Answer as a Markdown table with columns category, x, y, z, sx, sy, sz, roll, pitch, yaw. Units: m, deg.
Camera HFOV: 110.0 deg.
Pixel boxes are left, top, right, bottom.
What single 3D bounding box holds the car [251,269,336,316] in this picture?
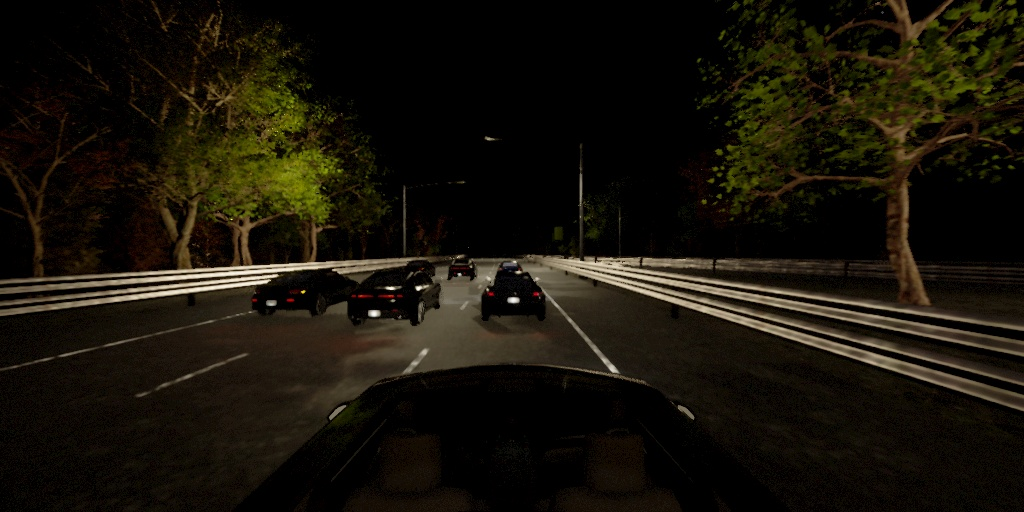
| category | x | y | z | sx | sy | sz | roll | pitch | yaw |
| --- | --- | --- | --- | --- | --- | --- | --- | --- | --- |
| car | -6.967 | 1.164 | 12.665 | 1.812 | 1.442 | 4.674 | 0 | 1 | 0 |

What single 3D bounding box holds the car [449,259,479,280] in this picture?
| category | x | y | z | sx | sy | sz | roll | pitch | yaw |
| --- | --- | --- | --- | --- | --- | --- | --- | --- | --- |
| car | -3.652 | 0.999 | 27.143 | 1.837 | 1.490 | 4.892 | 0 | 0 | -1 |

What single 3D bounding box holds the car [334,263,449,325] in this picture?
| category | x | y | z | sx | sy | sz | roll | pitch | yaw |
| --- | --- | --- | --- | --- | --- | --- | --- | --- | --- |
| car | -3.461 | 1.155 | 11.400 | 1.837 | 1.490 | 4.892 | 0 | 1 | 0 |

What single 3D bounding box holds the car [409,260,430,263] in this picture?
| category | x | y | z | sx | sy | sz | roll | pitch | yaw |
| --- | --- | --- | --- | --- | --- | --- | --- | --- | --- |
| car | -7.163 | 1.015 | 27.850 | 1.812 | 1.442 | 4.674 | 0 | 1 | -1 |

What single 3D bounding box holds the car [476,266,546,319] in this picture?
| category | x | y | z | sx | sy | sz | roll | pitch | yaw |
| --- | --- | --- | --- | --- | --- | --- | --- | --- | --- |
| car | 0.034 | 1.204 | 12.197 | 1.994 | 1.385 | 4.181 | 0 | 1 | 0 |

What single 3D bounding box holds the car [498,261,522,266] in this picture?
| category | x | y | z | sx | sy | sz | roll | pitch | yaw |
| --- | --- | --- | --- | --- | --- | --- | --- | --- | --- |
| car | -0.157 | 1.054 | 27.519 | 1.994 | 1.385 | 4.181 | 0 | 1 | -1 |
